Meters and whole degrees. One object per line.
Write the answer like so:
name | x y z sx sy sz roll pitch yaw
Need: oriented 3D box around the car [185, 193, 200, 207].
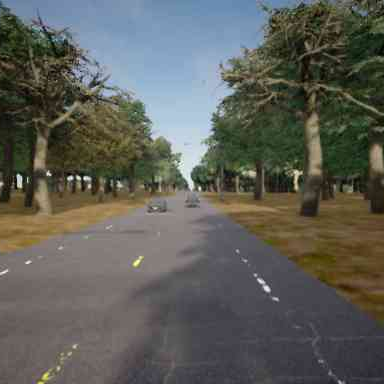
car | 0.075 1.233 45.544 2.128 1.511 4.902 0 1 0

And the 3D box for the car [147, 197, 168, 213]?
car | -3.611 1.372 35.392 1.837 1.490 4.892 0 1 0

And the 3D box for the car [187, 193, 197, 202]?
car | 0.065 1.005 63.398 1.837 1.490 4.892 0 1 0
